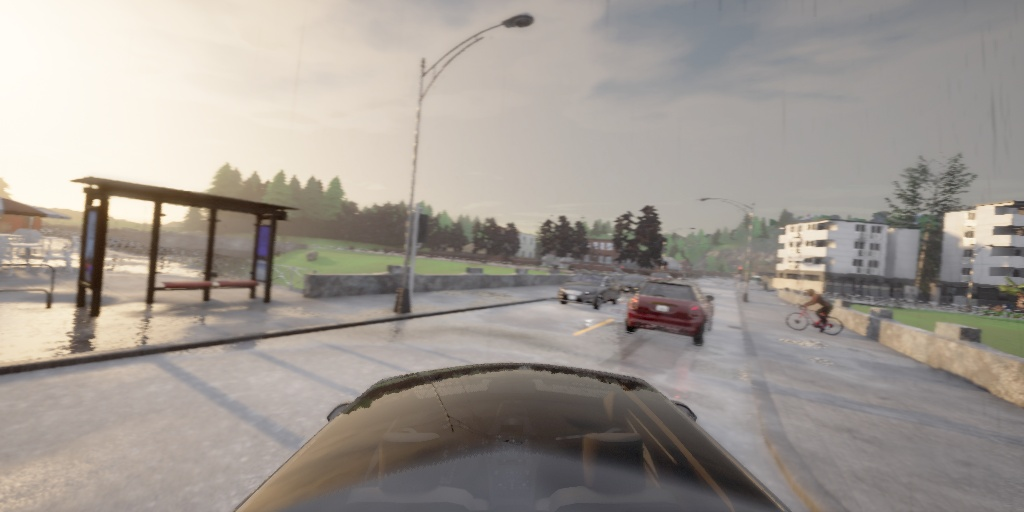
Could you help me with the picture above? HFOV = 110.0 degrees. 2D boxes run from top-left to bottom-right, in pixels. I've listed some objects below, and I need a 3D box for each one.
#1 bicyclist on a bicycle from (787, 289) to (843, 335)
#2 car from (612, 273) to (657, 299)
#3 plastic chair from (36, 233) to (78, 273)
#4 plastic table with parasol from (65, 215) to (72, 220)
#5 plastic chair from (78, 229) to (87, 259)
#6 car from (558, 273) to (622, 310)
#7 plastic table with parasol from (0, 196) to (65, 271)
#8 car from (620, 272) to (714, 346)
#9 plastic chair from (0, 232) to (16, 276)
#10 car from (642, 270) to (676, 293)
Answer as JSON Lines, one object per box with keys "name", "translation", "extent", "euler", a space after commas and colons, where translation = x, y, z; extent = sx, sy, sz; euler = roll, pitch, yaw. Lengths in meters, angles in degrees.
{"name": "bicyclist on a bicycle", "translation": [11.353, 2.074, 13.442], "extent": [1.656, 1.620, 0.582], "euler": [4, 0, 31]}
{"name": "car", "translation": [8.690, 2.031, 25.174], "extent": [1.837, 1.490, 4.892], "euler": [5, 0, 31]}
{"name": "plastic chair", "translation": [-16.302, -0.068, 12.845], "extent": [0.750, 1.272, 0.730], "euler": [0, 0, 31]}
{"name": "plastic table with parasol", "translation": [-23.702, -1.284, 17.570], "extent": [2.482, 2.480, 2.482], "euler": [0, 0, 31]}
{"name": "plastic chair", "translation": [-22.914, -0.612, 18.669], "extent": [0.750, 1.272, 0.730], "euler": [0, 0, 31]}
{"name": "car", "translation": [3.850, 1.595, 17.248], "extent": [2.128, 1.511, 4.902], "euler": [5, 0, 31]}
{"name": "plastic table with parasol", "translation": [-17.102, -0.741, 11.859], "extent": [2.482, 2.480, 2.482], "euler": [0, 0, 31]}
{"name": "car", "translation": [5.263, 1.562, 11.635], "extent": [2.097, 1.767, 4.553], "euler": [5, 0, 32]}
{"name": "plastic chair", "translation": [-16.096, -0.054, 11.076], "extent": [0.730, 1.272, 0.750], "euler": [0, 0, 31]}
{"name": "car", "translation": [13.823, 2.326, 33.535], "extent": [2.097, 1.767, 4.553], "euler": [5, 0, 32]}
